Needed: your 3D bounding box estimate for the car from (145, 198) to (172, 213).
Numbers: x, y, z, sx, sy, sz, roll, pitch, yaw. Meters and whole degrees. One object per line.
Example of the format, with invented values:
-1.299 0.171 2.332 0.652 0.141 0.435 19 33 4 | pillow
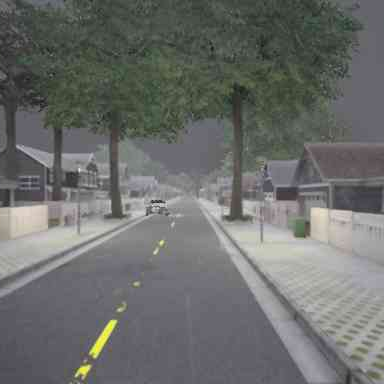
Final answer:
-2.779 1.249 27.905 1.837 1.490 4.892 0 0 0 | car
